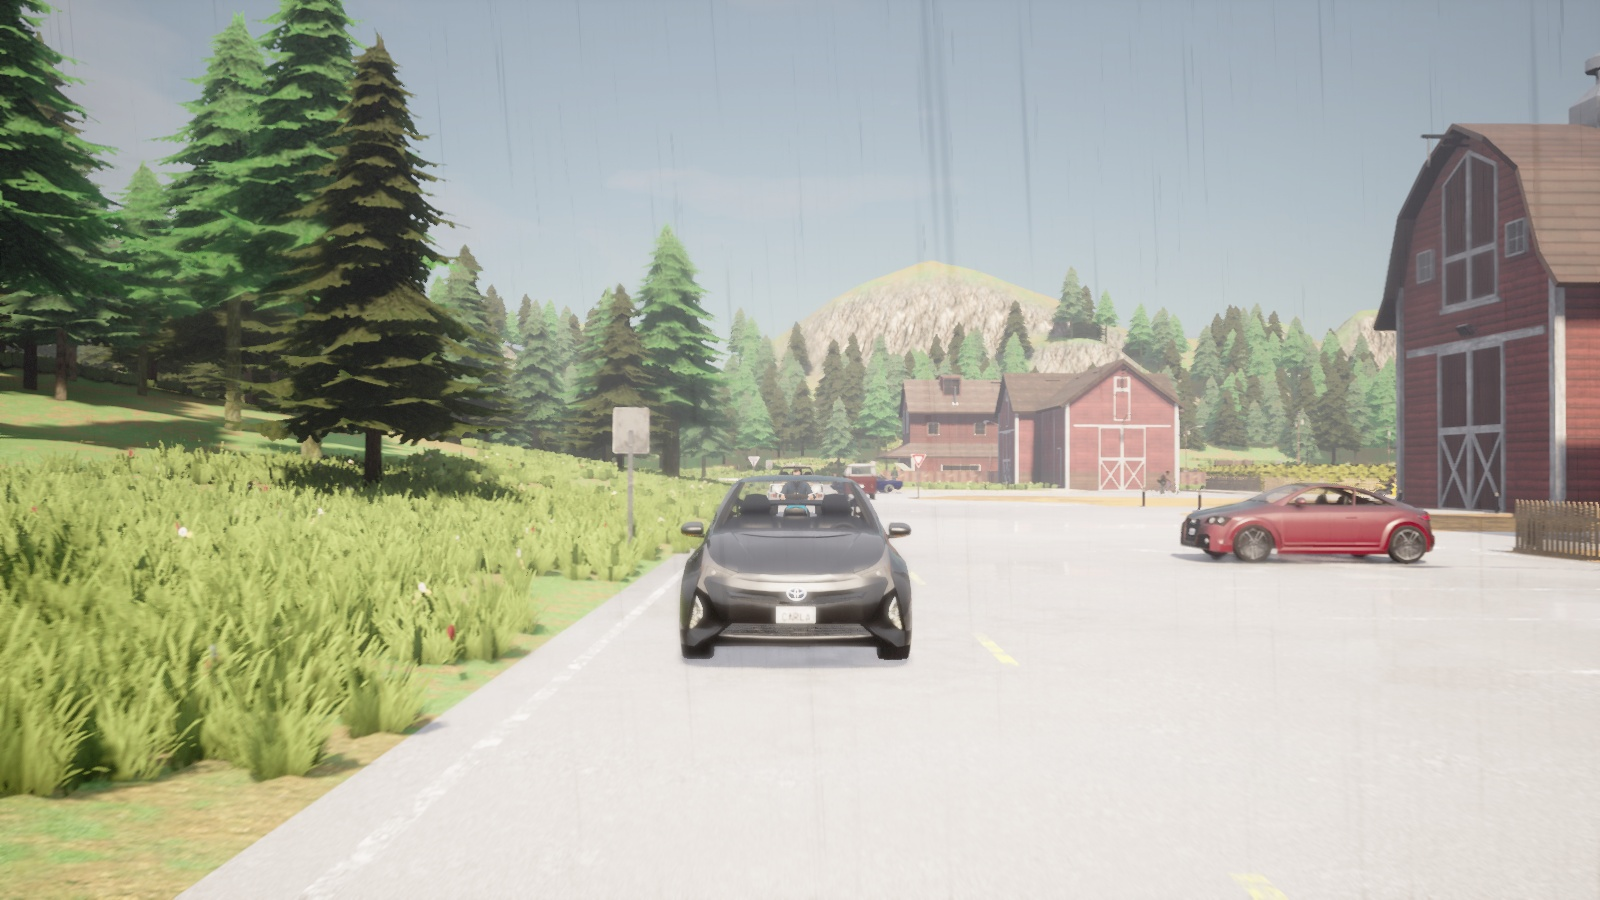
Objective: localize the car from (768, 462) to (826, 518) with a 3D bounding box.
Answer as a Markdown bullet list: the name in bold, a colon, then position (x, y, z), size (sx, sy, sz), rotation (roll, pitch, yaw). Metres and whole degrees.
- **car**: position (-0.108, 1.372, 44.218), size (1.932, 1.855, 4.605), rotation (0, -1, 0)

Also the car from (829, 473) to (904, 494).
- **car**: position (4.473, 2.262, 84.630), size (4.718, 1.301, 1.895), rotation (-1, -1, -15)

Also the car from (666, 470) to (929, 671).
- **car**: position (-0.029, 0.960, 11.863), size (2.007, 1.525, 4.514), rotation (0, -1, 0)

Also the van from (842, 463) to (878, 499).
- **van**: position (3.329, 1.730, 70.411), size (1.775, 1.987, 4.442), rotation (0, -1, 0)

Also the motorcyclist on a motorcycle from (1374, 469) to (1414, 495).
- **motorcyclist on a motorcycle**: position (34.943, 1.893, 73.903), size (2.044, 1.523, 0.797), rotation (0, -1, 21)
